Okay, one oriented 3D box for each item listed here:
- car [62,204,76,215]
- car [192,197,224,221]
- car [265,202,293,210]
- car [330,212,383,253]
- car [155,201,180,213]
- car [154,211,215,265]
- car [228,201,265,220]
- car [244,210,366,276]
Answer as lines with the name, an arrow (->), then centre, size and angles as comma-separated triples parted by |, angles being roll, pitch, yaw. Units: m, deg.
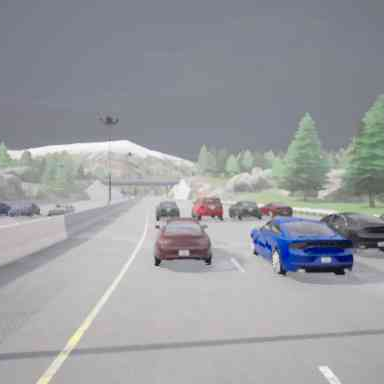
car -> -13.579, 1.908, 34.873 | 1.895, 1.301, 4.718 | 0, 0, -7
car -> 1.344, 1.456, 30.037 | 2.150, 2.045, 5.566 | 0, 0, -7
car -> 8.089, 1.715, 32.439 | 1.882, 1.535, 5.008 | 0, 0, -7
car -> 6.496, 1.601, 14.073 | 1.837, 1.490, 4.892 | 0, 0, -4
car -> -2.295, 1.601, 30.828 | 2.097, 1.767, 4.553 | 0, 0, -7
car -> -0.365, 1.622, 11.936 | 1.812, 1.442, 4.674 | 0, 0, -3
car -> 4.774, 1.583, 30.688 | 2.097, 1.767, 4.553 | 0, 0, -7
car -> 3.216, 1.556, 10.737 | 1.882, 1.535, 5.008 | 0, 0, -3
